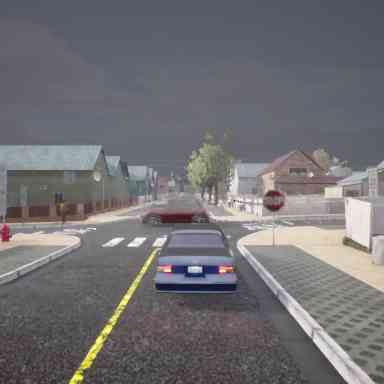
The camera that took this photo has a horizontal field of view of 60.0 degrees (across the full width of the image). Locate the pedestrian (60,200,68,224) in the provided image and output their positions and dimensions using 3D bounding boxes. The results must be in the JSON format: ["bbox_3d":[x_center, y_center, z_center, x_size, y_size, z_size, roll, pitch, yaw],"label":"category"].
[{"bbox_3d":[-9.728,1.462,25.208,0.375,1.860,0.375,0,0,0],"label":"pedestrian"}]

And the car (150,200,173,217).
[{"bbox_3d":[-2.882,1.528,32.706,1.812,1.442,4.674,0,0,0],"label":"car"}]

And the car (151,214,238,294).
[{"bbox_3d":[0.122,1.550,8.953,2.033,1.411,5.357,0,0,1],"label":"car"}]

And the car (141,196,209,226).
[{"bbox_3d":[-1.088,1.357,22.333,4.553,1.767,2.097,0,0,0],"label":"car"}]

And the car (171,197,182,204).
[{"bbox_3d":[-2.895,1.596,62.656,1.895,1.301,4.718,0,0,0],"label":"car"}]

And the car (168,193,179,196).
[{"bbox_3d":[-2.928,1.222,52.276,2.150,2.045,5.566,0,0,0],"label":"car"}]

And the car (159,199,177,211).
[{"bbox_3d":[-2.906,1.603,41.762,1.895,1.301,4.718,0,0,0],"label":"car"}]
